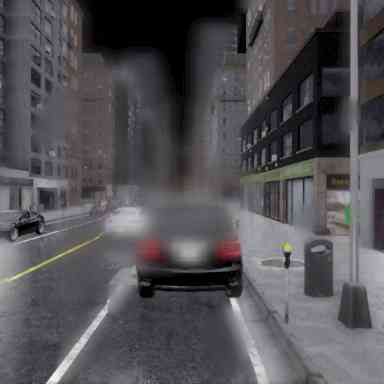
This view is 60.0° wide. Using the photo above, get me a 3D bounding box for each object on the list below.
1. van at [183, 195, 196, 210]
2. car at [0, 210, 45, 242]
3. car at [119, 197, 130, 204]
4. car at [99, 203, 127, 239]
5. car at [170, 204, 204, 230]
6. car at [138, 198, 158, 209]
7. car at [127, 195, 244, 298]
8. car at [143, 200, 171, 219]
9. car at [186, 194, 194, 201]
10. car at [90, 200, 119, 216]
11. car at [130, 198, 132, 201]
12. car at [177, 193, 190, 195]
[{"bbox_3d":[-0.287,1.342,43.983,1.690,1.788,3.998,0,0,0],"label":"van"},{"bbox_3d":[-8.813,1.566,16.352,1.947,1.339,4.313,0,0,0],"label":"car"},{"bbox_3d":[-8.813,1.567,38.453,1.947,1.339,4.313,0,0,0],"label":"car"},{"bbox_3d":[-3.122,1.526,17.143,1.812,1.442,4.674,0,0,1],"label":"car"},{"bbox_3d":[-0.287,1.551,21.888,2.008,1.369,4.403,0,0,0],"label":"car"},{"bbox_3d":[-6.154,1.549,46.778,2.033,1.411,5.357,0,0,0],"label":"car"},{"bbox_3d":[-0.039,1.228,8.680,2.150,2.045,5.566,0,0,0],"label":"car"},{"bbox_3d":[-3.137,1.548,30.763,2.033,1.411,5.357,0,0,0],"label":"car"},{"bbox_3d":[-0.572,1.469,87.873,1.967,1.590,4.097,0,0,-1],"label":"car"},{"bbox_3d":[-8.813,1.583,32.928,1.802,1.307,4.206,0,0,0],"label":"car"},{"bbox_3d":[-8.813,1.441,43.978,1.967,1.590,4.097,0,0,0],"label":"car"},{"bbox_3d":[-0.287,1.316,38.459,2.192,1.841,5.009,0,0,0],"label":"car"}]
